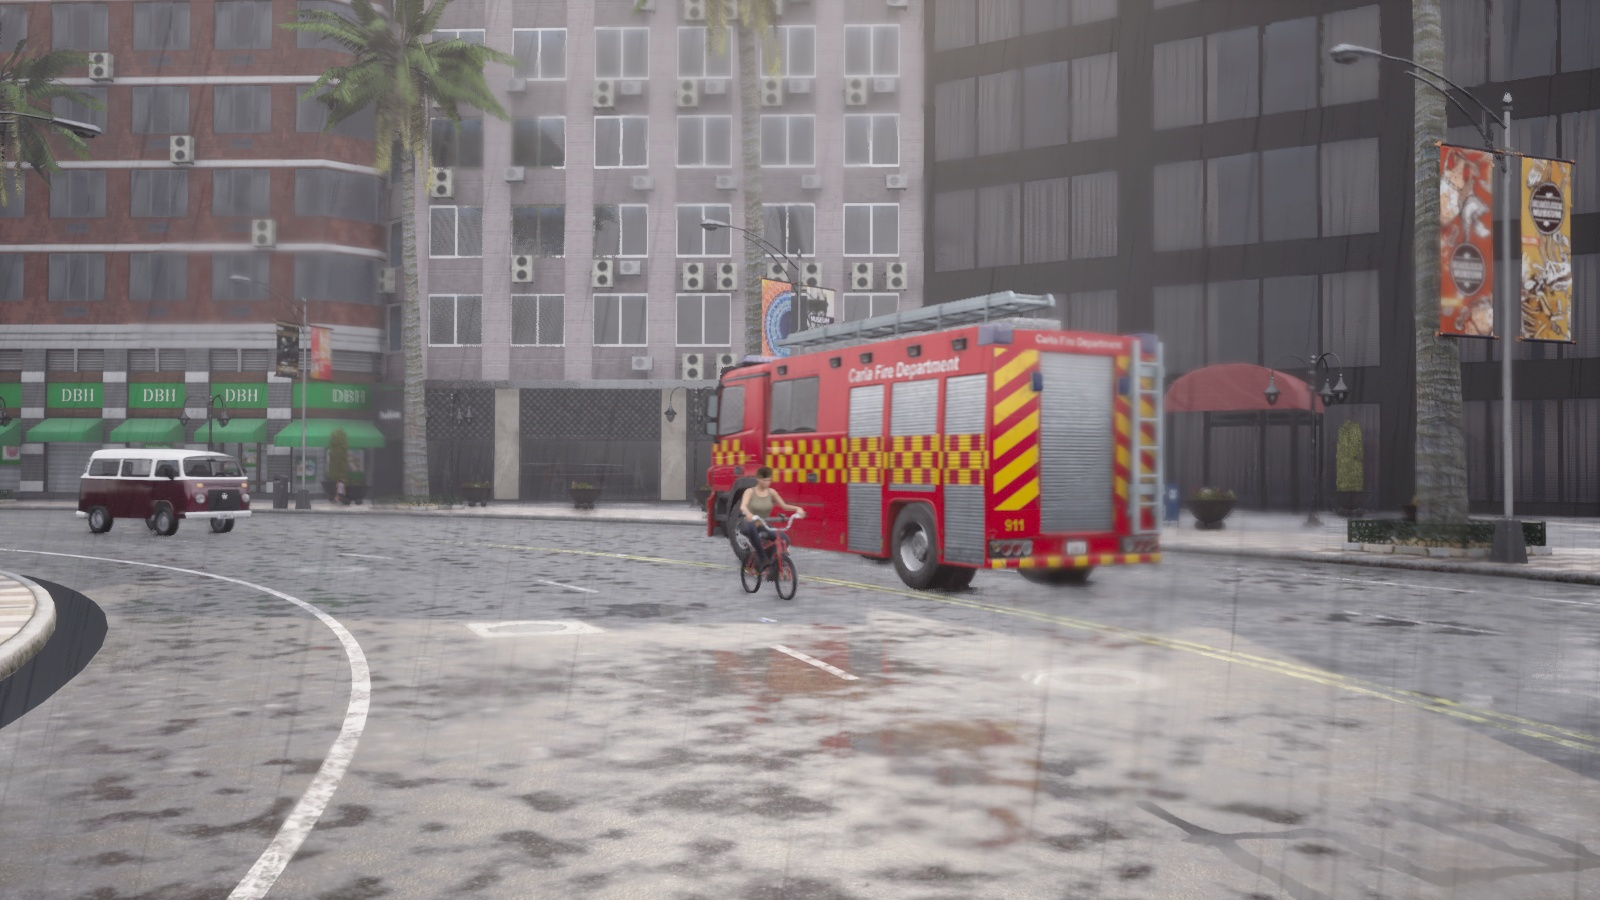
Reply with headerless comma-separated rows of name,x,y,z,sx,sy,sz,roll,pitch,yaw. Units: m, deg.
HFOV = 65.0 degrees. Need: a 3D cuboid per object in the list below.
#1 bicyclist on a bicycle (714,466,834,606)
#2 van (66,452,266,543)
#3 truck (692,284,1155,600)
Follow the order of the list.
bicyclist on a bicycle,-0.345,1.012,15.457,0.866,1.612,1.509,0,-1,-28
van,-15.234,1.105,30.170,4.480,2.038,2.069,-1,-1,28
truck,1.366,-0.027,19.600,2.891,3.827,8.468,0,-1,-29
